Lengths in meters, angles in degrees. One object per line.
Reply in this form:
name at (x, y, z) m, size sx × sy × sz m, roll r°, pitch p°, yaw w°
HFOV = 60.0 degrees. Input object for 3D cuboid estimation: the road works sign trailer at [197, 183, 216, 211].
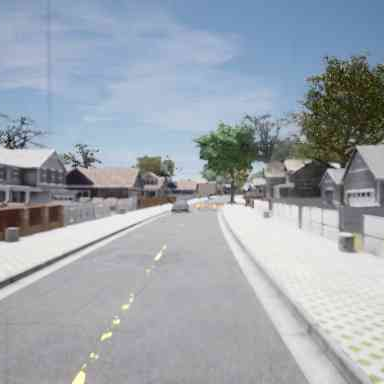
road works sign trailer at (1.886, 0.626, 42.725) m, size 2.380 × 3.560 × 2.880 m, roll 0°, pitch 0°, yaw 6°

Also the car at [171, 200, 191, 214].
car at (-1.249, 1.687, 38.591) m, size 1.812 × 1.442 × 4.674 m, roll 0°, pitch 0°, yaw 5°
